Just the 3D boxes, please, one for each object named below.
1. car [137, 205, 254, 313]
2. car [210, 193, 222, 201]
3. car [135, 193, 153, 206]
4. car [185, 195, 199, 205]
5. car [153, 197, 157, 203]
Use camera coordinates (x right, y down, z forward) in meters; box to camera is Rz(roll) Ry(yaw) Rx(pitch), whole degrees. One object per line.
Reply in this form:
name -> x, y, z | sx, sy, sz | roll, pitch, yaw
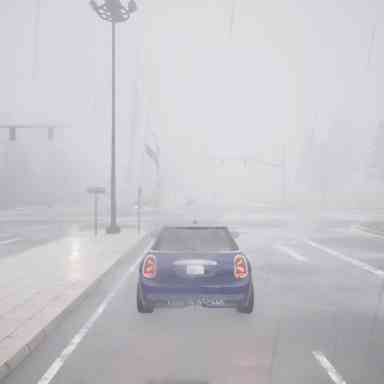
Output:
car -> 0.072, 1.352, 7.803 | 2.097, 1.767, 4.553 | 0, 0, 0
car -> 6.363, 1.214, 84.913 | 2.150, 2.045, 5.566 | 0, 0, -1
car -> -8.265, 1.352, 55.982 | 2.097, 1.767, 4.553 | 0, 0, -1
car -> -0.157, 1.525, 54.623 | 1.812, 1.442, 4.674 | 0, 0, -1
car -> -8.363, 1.547, 65.596 | 2.033, 1.411, 5.357 | 0, 0, 0
